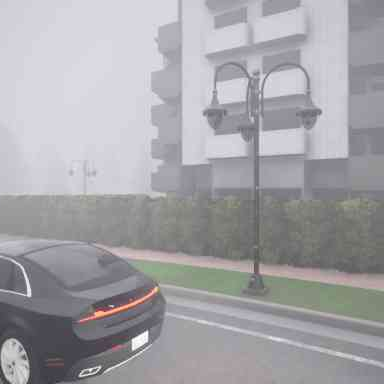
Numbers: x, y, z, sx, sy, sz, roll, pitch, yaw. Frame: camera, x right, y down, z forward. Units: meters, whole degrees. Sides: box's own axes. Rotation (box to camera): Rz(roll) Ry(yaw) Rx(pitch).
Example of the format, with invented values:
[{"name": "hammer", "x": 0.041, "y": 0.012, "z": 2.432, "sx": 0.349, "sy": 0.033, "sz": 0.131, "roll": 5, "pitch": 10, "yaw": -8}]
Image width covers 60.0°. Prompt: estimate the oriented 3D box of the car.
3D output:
[{"name": "car", "x": -2.698, "y": 1.505, "z": 5.158, "sx": 4.892, "sy": 1.490, "sz": 1.837, "roll": 0, "pitch": 0, "yaw": 31}]
